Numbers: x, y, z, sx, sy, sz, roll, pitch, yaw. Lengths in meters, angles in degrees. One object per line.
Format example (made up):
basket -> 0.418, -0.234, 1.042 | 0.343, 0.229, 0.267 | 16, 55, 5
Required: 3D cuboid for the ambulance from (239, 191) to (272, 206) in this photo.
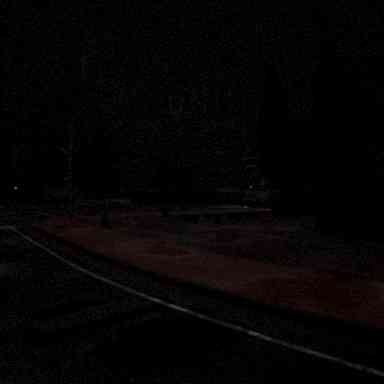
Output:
ambulance -> 10.838, 1.061, 56.403 | 6.366, 2.431, 2.351 | 0, 0, -35
